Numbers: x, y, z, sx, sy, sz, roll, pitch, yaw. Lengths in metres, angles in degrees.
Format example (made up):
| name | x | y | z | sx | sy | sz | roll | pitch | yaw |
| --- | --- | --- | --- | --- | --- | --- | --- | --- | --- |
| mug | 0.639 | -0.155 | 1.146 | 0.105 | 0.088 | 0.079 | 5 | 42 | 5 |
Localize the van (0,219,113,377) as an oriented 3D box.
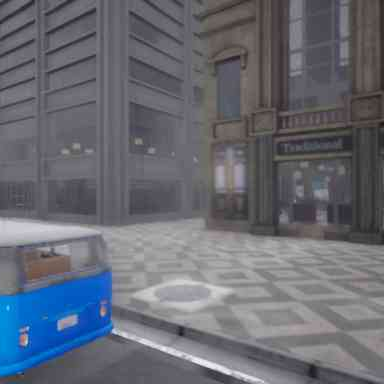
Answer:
| name | x | y | z | sx | sy | sz | roll | pitch | yaw |
| --- | --- | --- | --- | --- | --- | --- | --- | --- | --- |
| van | -3.012 | 1.342 | 5.116 | 3.998 | 1.788 | 1.690 | 0 | 0 | 36 |
